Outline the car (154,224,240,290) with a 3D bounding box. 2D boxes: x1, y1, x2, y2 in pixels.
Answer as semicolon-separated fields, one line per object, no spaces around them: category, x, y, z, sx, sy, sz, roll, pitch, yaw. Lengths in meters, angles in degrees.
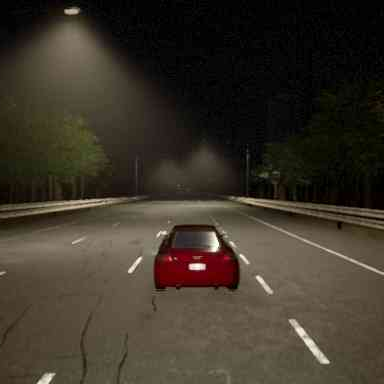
car;0.076;1.561;9.093;1.994;1.385;4.181;0;0;-1
